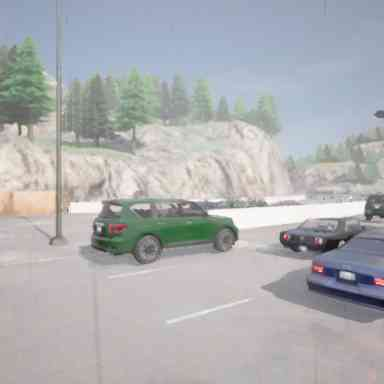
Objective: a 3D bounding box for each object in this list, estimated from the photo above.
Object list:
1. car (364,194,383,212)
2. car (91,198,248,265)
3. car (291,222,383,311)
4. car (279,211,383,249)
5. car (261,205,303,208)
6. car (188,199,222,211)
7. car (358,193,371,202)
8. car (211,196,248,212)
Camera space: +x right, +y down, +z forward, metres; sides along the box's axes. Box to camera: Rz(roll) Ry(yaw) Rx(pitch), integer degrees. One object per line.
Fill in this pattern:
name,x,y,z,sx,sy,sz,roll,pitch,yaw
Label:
car,15.418,1.202,26.126,5.566,2.045,2.150,0,0,-44
car,-0.780,1.236,12.060,5.566,2.045,2.150,0,0,-38
car,4.769,1.542,7.502,5.357,1.411,2.033,0,0,-38
car,5.453,1.597,12.533,4.718,1.301,1.895,0,0,-39
car,10.122,1.550,35.907,2.033,1.411,5.357,0,0,45
car,1.684,1.595,42.355,4.181,1.385,1.994,0,0,-45
car,35.594,1.132,68.454,2.097,1.767,4.553,0,0,31
car,4.610,1.374,40.339,2.097,1.767,4.553,0,0,45
